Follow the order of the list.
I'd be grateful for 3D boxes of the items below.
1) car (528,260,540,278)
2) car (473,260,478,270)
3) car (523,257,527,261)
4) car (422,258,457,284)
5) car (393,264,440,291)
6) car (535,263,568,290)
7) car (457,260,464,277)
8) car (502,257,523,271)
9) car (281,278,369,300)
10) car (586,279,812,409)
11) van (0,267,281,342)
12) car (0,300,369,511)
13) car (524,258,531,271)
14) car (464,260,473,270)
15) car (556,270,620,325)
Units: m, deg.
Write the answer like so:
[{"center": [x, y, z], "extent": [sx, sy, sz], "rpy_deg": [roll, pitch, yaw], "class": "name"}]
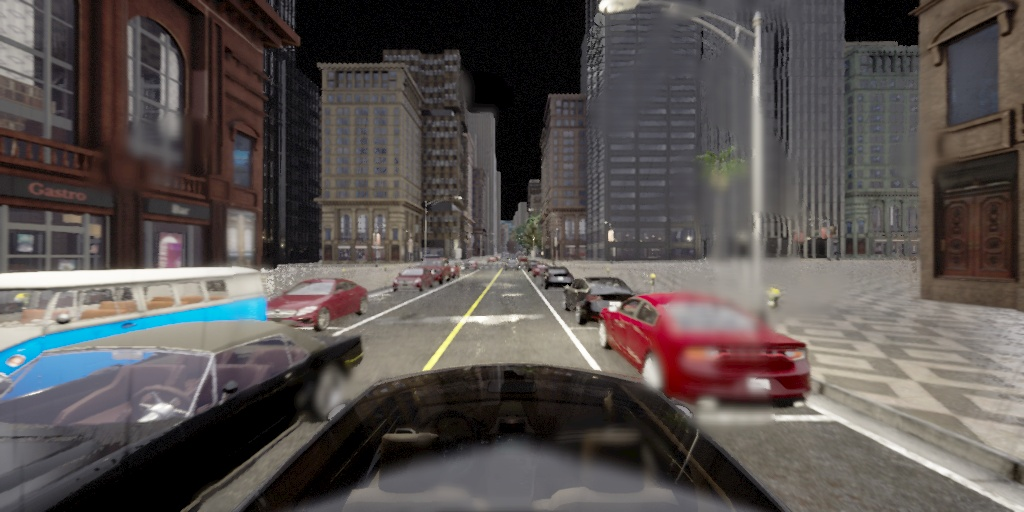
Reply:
[{"center": [2.748, 1.324, 33.232], "extent": [1.802, 1.307, 4.207], "rpy_deg": [0, 0, 0], "class": "car"}, {"center": [-5.786, 1.280, 51.402], "extent": [1.802, 1.307, 4.207], "rpy_deg": [0, 0, 0], "class": "car"}, {"center": [2.740, 1.265, 51.401], "extent": [1.948, 1.339, 4.313], "rpy_deg": [0, 0, 0], "class": "car"}, {"center": [-5.774, 1.063, 26.769], "extent": [2.192, 1.841, 5.009], "rpy_deg": [0, 0, 0], "class": "car"}, {"center": [-5.771, 1.332, 21.469], "extent": [1.802, 1.307, 4.207], "rpy_deg": [0, 0, 0], "class": "car"}, {"center": [2.753, 1.317, 22.432], "extent": [1.948, 1.339, 4.313], "rpy_deg": [0, 0, 0], "class": "car"}, {"center": [-5.776, 1.182, 32.072], "extent": [1.967, 1.591, 4.097], "rpy_deg": [0, 0, 0], "class": "car"}, {"center": [-0.022, 1.201, 48.018], "extent": [2.128, 1.511, 4.902], "rpy_deg": [0, 0, 0], "class": "car"}, {"center": [-5.766, 1.332, 10.867], "extent": [1.802, 1.307, 4.207], "rpy_deg": [0, 0, 0], "class": "car"}, {"center": [2.761, 1.296, 6.233], "extent": [1.888, 1.381, 4.507], "rpy_deg": [0, 0, 0], "class": "car"}, {"center": [-5.764, 1.090, 5.566], "extent": [1.690, 1.789, 3.998], "rpy_deg": [0, 0, 0], "class": "van"}, {"center": [-3.090, 1.350, 3.019], "extent": [1.895, 1.301, 4.718], "rpy_deg": [0, 0, 0], "class": "car"}, {"center": [2.743, 1.287, 44.035], "extent": [1.948, 1.339, 4.313], "rpy_deg": [0, 0, 0], "class": "car"}, {"center": [-7.511, 1.103, 45.482], "extent": [4.403, 1.370, 2.007], "rpy_deg": [0, 0, -9], "class": "car"}, {"center": [2.758, 1.317, 11.632], "extent": [1.948, 1.339, 4.313], "rpy_deg": [0, 0, 0], "class": "car"}]
